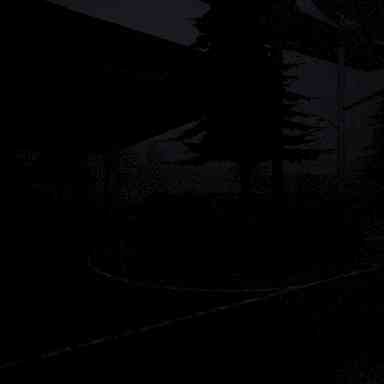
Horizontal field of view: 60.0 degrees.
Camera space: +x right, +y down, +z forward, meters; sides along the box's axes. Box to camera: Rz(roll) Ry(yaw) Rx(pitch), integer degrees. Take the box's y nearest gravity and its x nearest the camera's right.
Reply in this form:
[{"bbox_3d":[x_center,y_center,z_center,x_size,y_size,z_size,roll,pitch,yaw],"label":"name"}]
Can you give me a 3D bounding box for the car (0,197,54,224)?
[{"bbox_3d":[-11.955,1.313,23.487,3.866,1.878,1.905,0,0,-36],"label":"car"}]
